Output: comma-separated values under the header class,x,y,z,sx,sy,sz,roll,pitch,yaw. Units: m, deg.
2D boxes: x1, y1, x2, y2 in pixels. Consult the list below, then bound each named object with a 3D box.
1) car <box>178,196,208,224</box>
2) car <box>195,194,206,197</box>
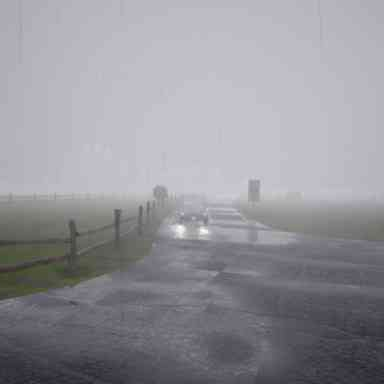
class,x,y,z,sx,sy,sz,roll,pitch,yaw
car,0.050,1.287,22.371,1.812,1.442,4.674,1,1,-2
car,1.131,0.988,47.344,2.128,1.511,4.902,1,1,6
